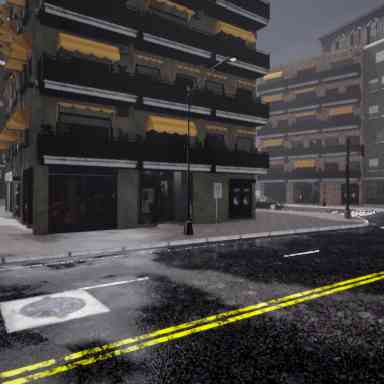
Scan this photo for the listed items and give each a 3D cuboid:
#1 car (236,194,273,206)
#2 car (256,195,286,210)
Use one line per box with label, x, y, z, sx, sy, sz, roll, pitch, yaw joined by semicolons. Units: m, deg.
car;8.324;1.071;44.206;4.403;1.369;2.008;1;0;38
car;7.420;1.160;34.228;4.403;1.369;2.008;1;0;38
